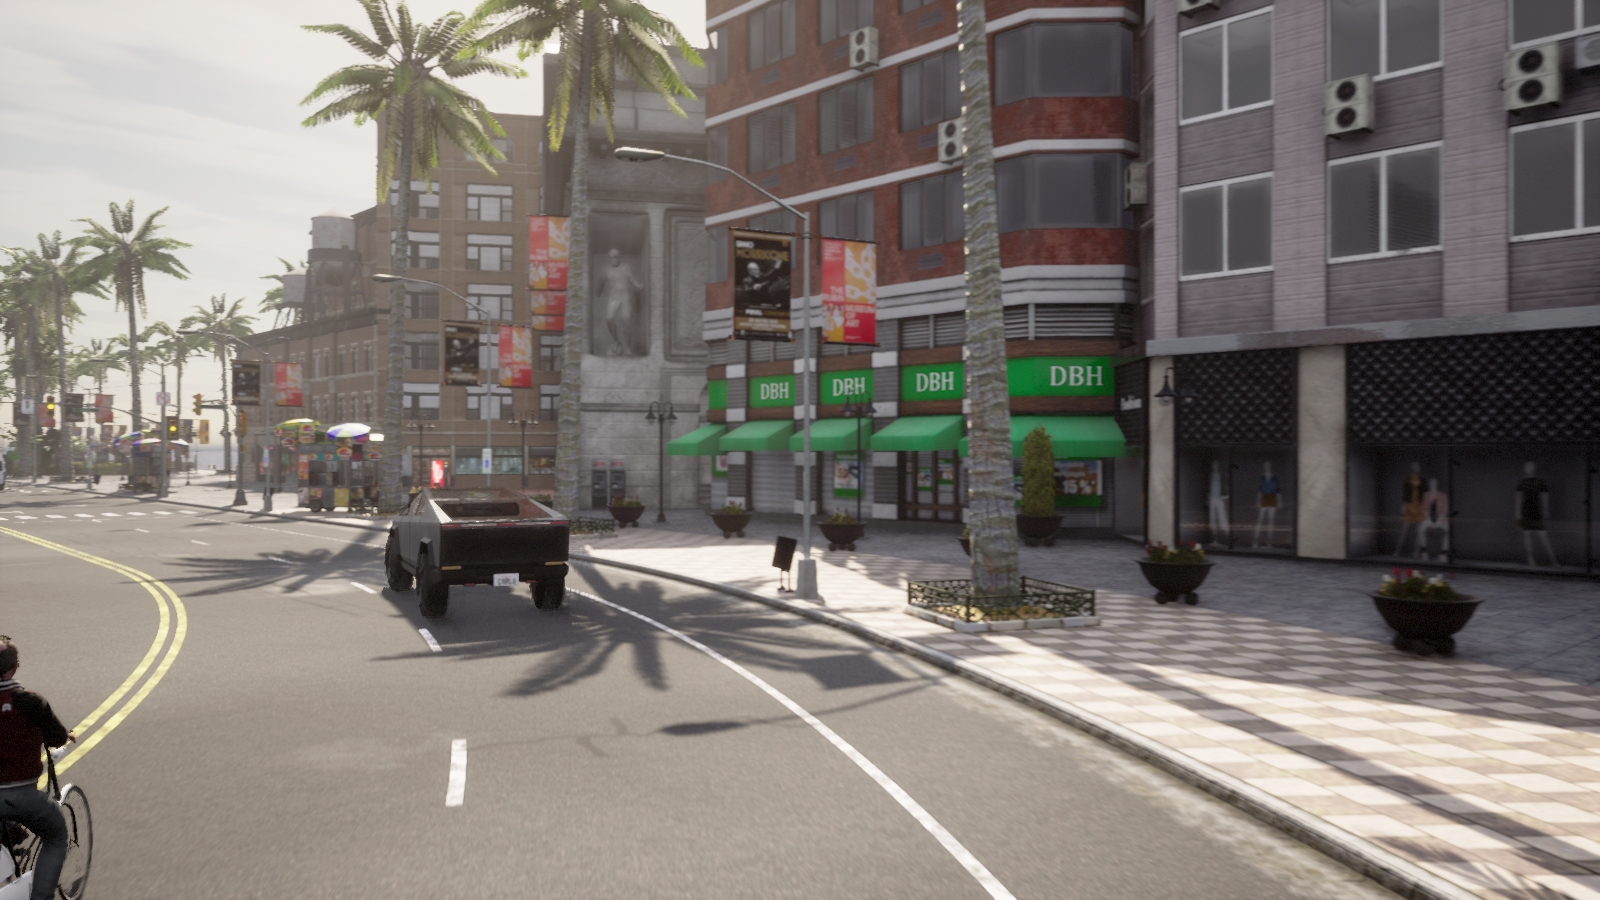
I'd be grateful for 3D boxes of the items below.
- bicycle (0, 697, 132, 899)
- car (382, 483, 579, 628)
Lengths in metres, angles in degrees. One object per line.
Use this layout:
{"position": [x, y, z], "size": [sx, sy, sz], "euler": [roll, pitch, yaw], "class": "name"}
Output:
{"position": [-4.399, 2.212, 6.575], "size": [0.329, 1.171, 1.835], "euler": [-1, 0, -11], "class": "bicycle"}
{"position": [-6.164, 1.757, 21.360], "size": [2.390, 2.098, 6.274], "euler": [0, 0, -27], "class": "car"}
